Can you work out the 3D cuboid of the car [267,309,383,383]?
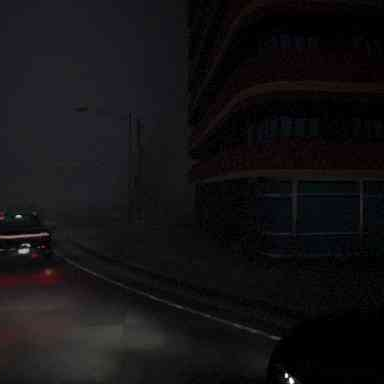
[{"bbox_3d":[2.909,1.490,2.058,4.902,1.511,2.128,0,0,34],"label":"car"}]

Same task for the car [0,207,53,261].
[{"bbox_3d":[-6.222,1.491,11.609,2.128,1.511,4.902,0,0,-34],"label":"car"}]

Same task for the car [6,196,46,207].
[{"bbox_3d":[-10.077,1.352,19.915,2.097,1.767,4.553,0,0,-20],"label":"car"}]
